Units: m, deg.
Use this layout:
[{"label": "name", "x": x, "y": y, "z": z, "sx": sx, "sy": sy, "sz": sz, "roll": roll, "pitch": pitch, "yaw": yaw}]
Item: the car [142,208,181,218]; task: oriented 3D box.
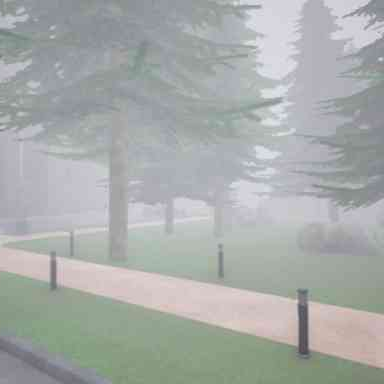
[{"label": "car", "x": -3.051, "y": 1.825, "z": 33.925, "sx": 1.812, "sy": 1.442, "sz": 4.674, "roll": -1, "pitch": -2, "yaw": 37}]

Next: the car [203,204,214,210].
[{"label": "car", "x": 3.517, "y": 1.766, "z": 48.642, "sx": 1.882, "sy": 1.535, "sz": 5.008, "roll": -1, "pitch": -1, "yaw": 37}]
